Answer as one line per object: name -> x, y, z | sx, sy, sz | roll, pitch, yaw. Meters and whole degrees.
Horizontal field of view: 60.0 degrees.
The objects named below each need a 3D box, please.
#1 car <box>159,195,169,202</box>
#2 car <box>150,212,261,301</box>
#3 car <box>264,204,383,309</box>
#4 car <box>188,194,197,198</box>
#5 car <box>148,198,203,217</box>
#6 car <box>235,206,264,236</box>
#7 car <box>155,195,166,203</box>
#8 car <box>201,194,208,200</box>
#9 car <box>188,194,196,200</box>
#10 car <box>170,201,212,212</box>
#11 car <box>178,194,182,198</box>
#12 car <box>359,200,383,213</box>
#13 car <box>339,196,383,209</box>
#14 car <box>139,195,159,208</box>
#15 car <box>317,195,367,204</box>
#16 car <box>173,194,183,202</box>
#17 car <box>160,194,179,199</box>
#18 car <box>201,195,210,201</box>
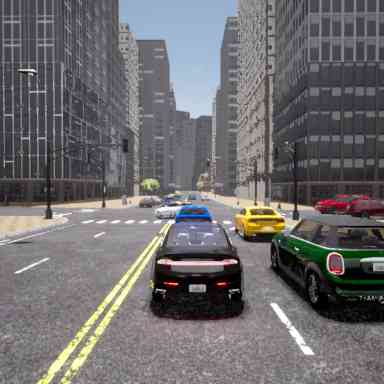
car -> -6.433, 1.482, 77.962 | 1.994, 1.385, 4.181 | 0, 0, 0
car -> 0.105, 1.488, 8.304 | 2.128, 1.511, 4.902 | 0, 0, 0
car -> 3.356, 1.348, 8.017 | 2.097, 1.767, 4.553 | 0, 0, 0
car -> 0.071, 1.273, 80.581 | 2.097, 1.767, 4.553 | 0, 0, 0
car -> -1.345, 1.575, 29.325 | 1.812, 1.442, 4.674 | 0, 0, 37
car -> 3.364, 1.469, 17.196 | 1.882, 1.535, 5.008 | 0, 0, 0
car -> -6.450, 1.448, 67.984 | 1.837, 1.490, 4.892 | 0, 0, 0
car -> 3.330, 1.337, 90.640 | 1.895, 1.301, 4.718 | 0, 0, 0
car -> 0.079, 1.267, 90.614 | 2.128, 1.511, 4.902 | 0, 0, 0
car -> 0.118, 1.468, 17.809 | 1.882, 1.535, 5.008 | 0, 0, 1
car -> -3.274, 1.519, 58.249 | 1.994, 1.385, 4.181 | 0, 0, 1
car -> 21.842, 1.642, 37.673 | 4.829, 1.417, 1.752 | 1, 0, 1
car -> 16.226, 1.519, 29.392 | 5.009, 1.841, 2.192 | 1, 0, 1
car -> -6.542, 1.513, 49.076 | 2.033, 1.411, 5.357 | 0, 0, 0
car -> 15.985, 1.327, 35.174 | 5.566, 2.045, 2.150 | 0, 1, 1
car -> -3.183, 1.286, 77.128 | 2.097, 1.767, 4.553 | 0, 0, 0
car -> -3.297, 1.491, 49.504 | 1.812, 1.442, 4.674 | 0, 0, 0
car -> 3.321, 1.513, 80.638 | 1.895, 1.301, 4.718 | 0, 0, 0
